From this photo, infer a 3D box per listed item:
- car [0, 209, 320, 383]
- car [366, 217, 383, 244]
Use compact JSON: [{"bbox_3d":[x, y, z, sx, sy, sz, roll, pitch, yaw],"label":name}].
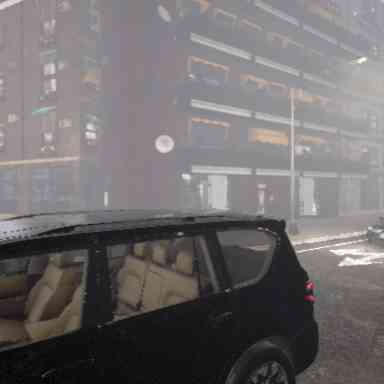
[{"bbox_3d":[-1.230,1.223,2.830,5.566,2.045,2.150,0,0,-36],"label":"car"},{"bbox_3d":[9.628,1.524,14.837,4.674,1.442,1.812,0,0,-37],"label":"car"}]
